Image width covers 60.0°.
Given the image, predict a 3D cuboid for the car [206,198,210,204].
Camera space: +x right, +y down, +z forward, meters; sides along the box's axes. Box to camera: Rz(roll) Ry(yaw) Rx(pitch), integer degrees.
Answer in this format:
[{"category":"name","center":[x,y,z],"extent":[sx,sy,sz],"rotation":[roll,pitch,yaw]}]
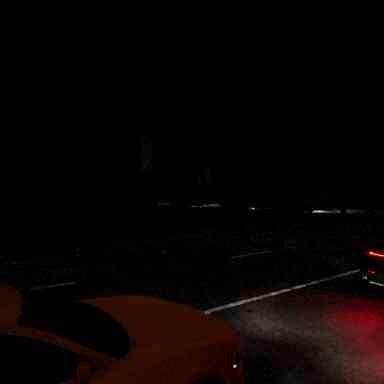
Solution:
[{"category":"car","center":[0.972,1.257,54.691],"extent":[2.128,1.511,4.902],"rotation":[-1,0,-39]}]

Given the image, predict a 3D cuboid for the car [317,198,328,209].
[{"category":"car","center":[13.429,1.234,39.150],"extent":[1.882,1.535,5.008],"rotation":[-1,0,-39]}]

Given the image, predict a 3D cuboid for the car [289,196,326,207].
[{"category":"car","center":[16.237,1.297,47.052],"extent":[1.895,1.301,4.718],"rotation":[-1,0,-38]}]

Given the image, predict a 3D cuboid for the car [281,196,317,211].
[{"category":"car","center":[11.019,1.350,36.564],"extent":[1.994,1.385,4.181],"rotation":[-1,0,-39]}]

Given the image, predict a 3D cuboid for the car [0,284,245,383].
[{"category":"car","center":[-1.784,1.478,2.457],"extent":[5.008,1.535,1.882],"rotation":[0,0,-36]}]

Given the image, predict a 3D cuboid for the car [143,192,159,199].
[{"category":"car","center":[-8.119,1.024,60.512],"extent":[2.150,2.045,5.566],"rotation":[-1,0,-38]}]

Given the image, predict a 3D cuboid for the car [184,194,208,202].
[{"category":"car","center":[0.681,1.199,66.542],"extent":[2.128,1.511,4.902],"rotation":[-1,0,-39]}]

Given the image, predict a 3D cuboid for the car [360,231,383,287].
[{"category":"car","center":[5.930,1.468,7.976],"extent":[4.892,1.490,1.837],"rotation":[0,0,-35]}]

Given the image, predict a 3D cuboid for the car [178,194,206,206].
[{"category":"car","center":[-0.542,1.300,50.979],"extent":[1.837,1.490,4.892],"rotation":[-1,0,-39]}]
